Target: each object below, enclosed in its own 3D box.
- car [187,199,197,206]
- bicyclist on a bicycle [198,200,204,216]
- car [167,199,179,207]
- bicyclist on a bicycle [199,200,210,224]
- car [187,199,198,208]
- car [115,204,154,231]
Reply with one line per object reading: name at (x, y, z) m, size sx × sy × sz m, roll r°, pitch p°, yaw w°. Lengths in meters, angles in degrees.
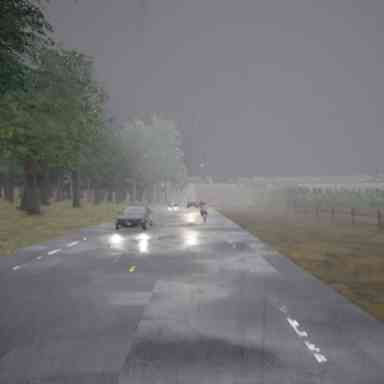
car at (-0.005, 2.368, 74.743) m, size 2.128 × 1.511 × 4.902 m, roll 0°, pitch -1°, yaw 0°
bicyclist on a bicycle at (0.963, 1.664, 34.612) m, size 0.582 × 1.620 × 1.656 m, roll 0°, pitch -1°, yaw 0°
car at (-3.529, 2.091, 62.549) m, size 2.128 × 1.511 × 4.902 m, roll 0°, pitch -1°, yaw 0°
bicyclist on a bicycle at (0.945, 1.552, 24.965) m, size 0.866 × 1.612 × 1.509 m, roll 0°, pitch 0°, yaw 0°
car at (0.069, 1.993, 56.179) m, size 1.837 × 1.490 × 4.892 m, roll 0°, pitch -1°, yaw 0°
car at (-3.599, 1.564, 21.450) m, size 1.882 × 1.535 × 5.008 m, roll 0°, pitch 0°, yaw 0°
